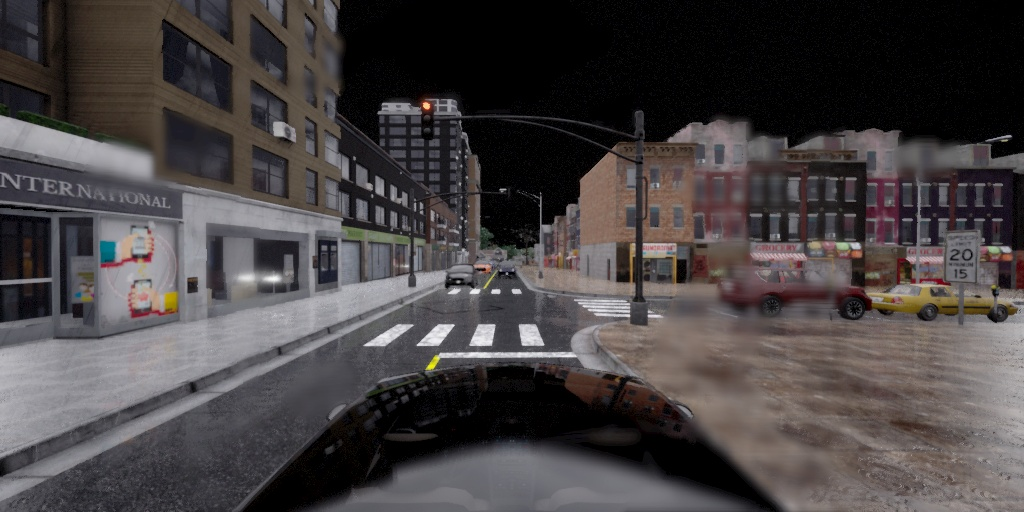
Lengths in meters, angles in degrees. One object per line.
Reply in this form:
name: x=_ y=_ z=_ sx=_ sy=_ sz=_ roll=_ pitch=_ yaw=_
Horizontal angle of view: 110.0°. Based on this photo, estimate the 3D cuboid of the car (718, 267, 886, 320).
car: x=10.589 y=1.346 z=13.698 sx=5.009 sy=1.841 sz=2.192 roll=0 pitch=0 yaw=-1

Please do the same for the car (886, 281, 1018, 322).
car: x=16.304 y=1.659 z=13.789 sx=4.829 sy=1.417 sz=1.751 roll=0 pitch=0 yaw=-1

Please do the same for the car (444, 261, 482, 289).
car: x=-3.243 y=1.308 z=23.728 sx=1.837 sy=1.490 sz=4.892 roll=0 pitch=0 yaw=-1

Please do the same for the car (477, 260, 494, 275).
car: x=-3.578 y=1.280 z=42.817 sx=2.097 sy=1.767 sz=4.553 roll=0 pitch=-1 yaw=-1

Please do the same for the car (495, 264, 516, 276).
car: x=-0.558 y=1.494 z=38.693 sx=1.895 sy=1.301 sz=4.718 roll=0 pitch=0 yaw=-1
